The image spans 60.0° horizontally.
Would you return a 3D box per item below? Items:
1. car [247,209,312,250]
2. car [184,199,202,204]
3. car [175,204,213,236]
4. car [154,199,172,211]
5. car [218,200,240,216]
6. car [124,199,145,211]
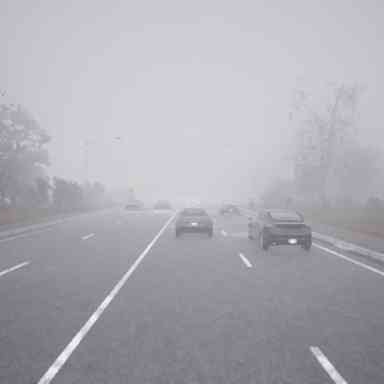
[{"bbox_3d":[3.604,1.505,14.318,1.837,1.490,4.892,0,0,0],"label":"car"},{"bbox_3d":[0.128,1.527,36.170,1.812,1.442,4.674,0,0,0],"label":"car"},{"bbox_3d":[0.109,1.565,18.581,1.994,1.385,4.181,0,0,0],"label":"car"},{"bbox_3d":[-3.569,1.565,41.232,1.994,1.385,4.181,0,0,0],"label":"car"},{"bbox_3d":[3.614,1.527,32.940,1.812,1.442,4.674,0,0,0],"label":"car"},{"bbox_3d":[-7.070,1.549,41.510,2.033,1.411,5.357,0,0,0],"label":"car"}]
